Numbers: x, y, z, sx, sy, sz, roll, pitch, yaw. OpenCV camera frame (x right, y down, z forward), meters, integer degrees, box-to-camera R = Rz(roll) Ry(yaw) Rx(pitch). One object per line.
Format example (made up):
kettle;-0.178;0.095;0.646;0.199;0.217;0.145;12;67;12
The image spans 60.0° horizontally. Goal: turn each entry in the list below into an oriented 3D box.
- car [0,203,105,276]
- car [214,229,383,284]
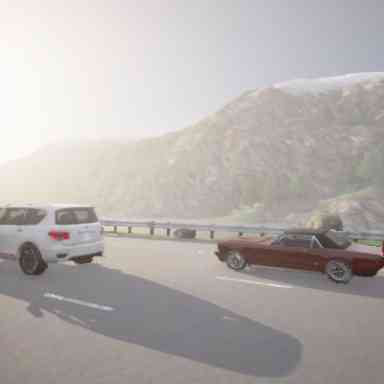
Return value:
car;-5.451;1.395;11.091;5.566;2.045;2.150;0;-1;28
car;3.086;1.765;10.061;4.718;1.301;1.895;0;-1;31
